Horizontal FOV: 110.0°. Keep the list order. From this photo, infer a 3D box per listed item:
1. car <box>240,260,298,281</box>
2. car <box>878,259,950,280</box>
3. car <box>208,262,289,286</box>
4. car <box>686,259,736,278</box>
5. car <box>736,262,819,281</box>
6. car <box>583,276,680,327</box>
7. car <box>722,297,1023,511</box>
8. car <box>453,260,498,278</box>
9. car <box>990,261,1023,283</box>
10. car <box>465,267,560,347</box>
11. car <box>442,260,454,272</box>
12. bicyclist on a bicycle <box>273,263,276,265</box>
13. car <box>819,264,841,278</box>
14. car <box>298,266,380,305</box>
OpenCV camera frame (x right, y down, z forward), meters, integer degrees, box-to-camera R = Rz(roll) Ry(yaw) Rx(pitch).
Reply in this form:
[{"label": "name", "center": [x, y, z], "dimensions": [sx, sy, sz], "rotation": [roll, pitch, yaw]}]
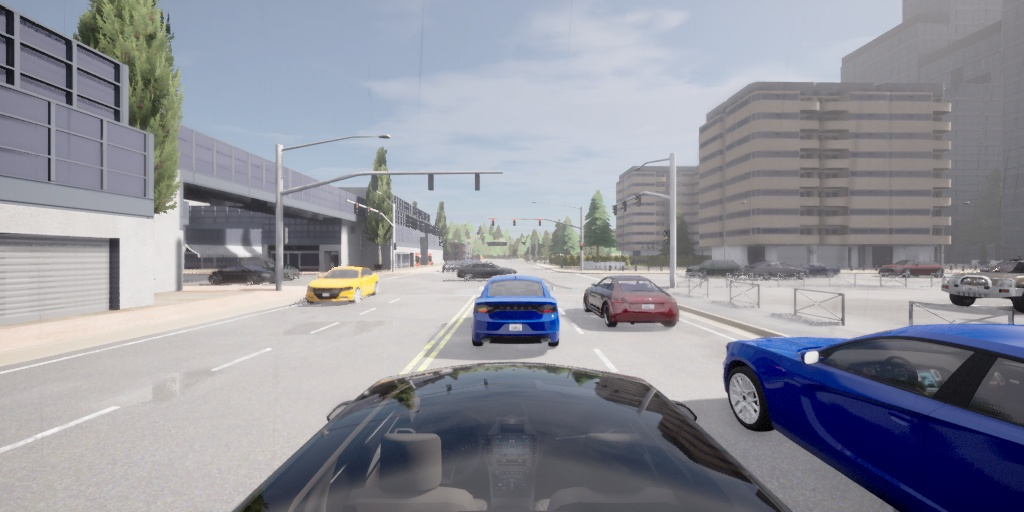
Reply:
[{"label": "car", "center": [-19.286, 1.102, 28.218], "dimensions": [4.553, 1.767, 2.097], "rotation": [0, 0, -1]}, {"label": "car", "center": [37.457, 1.102, 33.749], "dimensions": [4.553, 1.767, 2.097], "rotation": [0, 0, -1]}, {"label": "car", "center": [-18.294, 1.314, 24.722], "dimensions": [4.181, 1.385, 1.994], "rotation": [0, 0, -1]}, {"label": "car", "center": [18.674, 1.102, 33.369], "dimensions": [4.553, 1.767, 2.097], "rotation": [0, 0, -1]}, {"label": "car", "center": [21.887, 1.241, 29.733], "dimensions": [4.902, 1.511, 2.128], "rotation": [0, 0, -1]}, {"label": "car", "center": [3.598, 1.314, 11.529], "dimensions": [1.994, 1.385, 4.181], "rotation": [0, 0, 0]}, {"label": "car", "center": [3.602, 1.228, 2.546], "dimensions": [1.882, 1.535, 5.008], "rotation": [0, 0, 0]}, {"label": "car", "center": [-2.015, 1.255, 28.895], "dimensions": [4.892, 1.490, 1.837], "rotation": [0, 0, -4]}, {"label": "car", "center": [43.821, 1.314, 30.197], "dimensions": [4.181, 1.385, 1.994], "rotation": [0, 0, -1]}, {"label": "car", "center": [0.091, 1.228, 9.396], "dimensions": [1.882, 1.535, 5.008], "rotation": [0, 0, 0]}, {"label": "car", "center": [-7.866, 1.241, 46.786], "dimensions": [2.128, 1.511, 4.902], "rotation": [0, 0, 0]}, {"label": "bicyclist on a bicycle", "center": [-25.855, 1.053, 39.601], "dimensions": [0.582, 1.620, 1.656], "rotation": [0, 0, -1]}, {"label": "car", "center": [27.661, 1.351, 33.558], "dimensions": [4.718, 1.301, 1.895], "rotation": [0, 0, -1]}, {"label": "car", "center": [-7.483, 1.227, 16.365], "dimensions": [1.882, 1.535, 5.008], "rotation": [1, 0, -7]}]
